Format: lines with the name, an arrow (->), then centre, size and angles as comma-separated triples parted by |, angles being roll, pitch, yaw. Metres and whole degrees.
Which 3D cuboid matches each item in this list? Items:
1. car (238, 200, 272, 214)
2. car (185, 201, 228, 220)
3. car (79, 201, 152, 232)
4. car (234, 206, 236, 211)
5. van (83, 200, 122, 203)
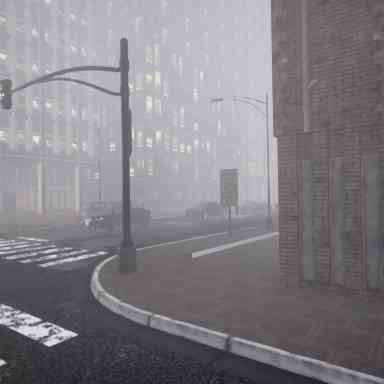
car -> 7.282, 1.707, 37.485 | 1.895, 1.301, 4.718 | -1, -1, 36
car -> 1.329, 1.563, 29.197 | 1.882, 1.535, 5.008 | -1, -1, 36
car -> -4.599, 1.558, 20.949 | 2.128, 1.511, 4.902 | -1, -1, 34
car -> 6.864, 1.689, 41.370 | 1.752, 1.417, 4.829 | -2, -1, 36
van -> -5.974, 1.460, 23.464 | 1.690, 1.788, 3.998 | -2, -1, 36
